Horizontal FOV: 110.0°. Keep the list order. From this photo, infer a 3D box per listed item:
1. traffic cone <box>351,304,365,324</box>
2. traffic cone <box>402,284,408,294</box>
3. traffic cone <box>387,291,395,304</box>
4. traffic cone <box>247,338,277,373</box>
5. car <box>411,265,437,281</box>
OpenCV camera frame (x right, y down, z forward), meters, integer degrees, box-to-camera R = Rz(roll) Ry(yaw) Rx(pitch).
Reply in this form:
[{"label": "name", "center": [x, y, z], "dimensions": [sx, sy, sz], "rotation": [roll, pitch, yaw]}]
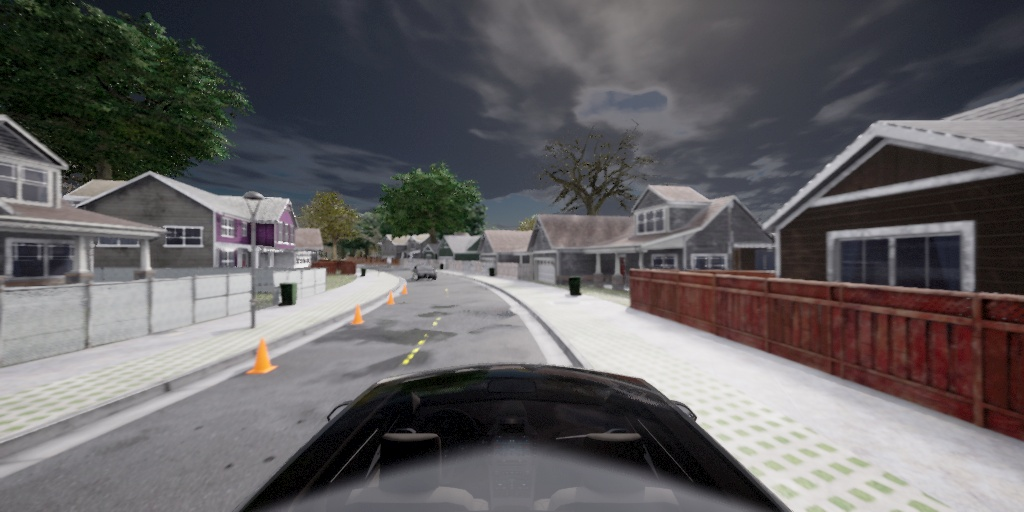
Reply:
[{"label": "traffic cone", "center": [-4.880, 1.819, 11.362], "dimensions": [0.340, 0.580, 0.340], "rotation": [0, 0, -6]}, {"label": "traffic cone", "center": [-6.289, 1.909, 21.025], "dimensions": [0.340, 0.580, 0.340], "rotation": [0, 0, -11]}, {"label": "traffic cone", "center": [-5.472, 1.863, 16.210], "dimensions": [0.340, 0.580, 0.340], "rotation": [0, 0, -8]}, {"label": "traffic cone", "center": [-4.517, 1.775, 6.492], "dimensions": [0.340, 0.580, 0.340], "rotation": [0, 0, -3]}, {"label": "car", "center": [-8.602, 1.590, 34.718], "dimensions": [1.837, 1.490, 4.892], "rotation": [0, -1, -24]}]
